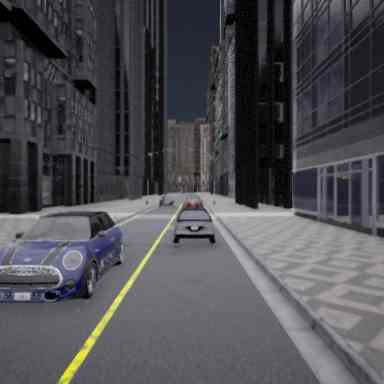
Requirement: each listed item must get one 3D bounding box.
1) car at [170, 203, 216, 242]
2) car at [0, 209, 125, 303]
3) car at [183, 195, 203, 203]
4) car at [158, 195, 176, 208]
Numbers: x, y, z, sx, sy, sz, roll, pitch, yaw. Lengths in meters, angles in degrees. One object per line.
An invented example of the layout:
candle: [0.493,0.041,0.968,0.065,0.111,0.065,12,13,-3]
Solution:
car: [0.097,1.459,15.715,2.033,1.411,5.357,0,0,0]
car: [-3.108,1.308,8.335,2.097,1.767,4.553,0,0,0]
car: [0.087,1.105,35.490,2.097,1.767,4.553,0,0,0]
car: [-3.103,1.201,41.846,1.837,1.490,4.892,0,1,0]
